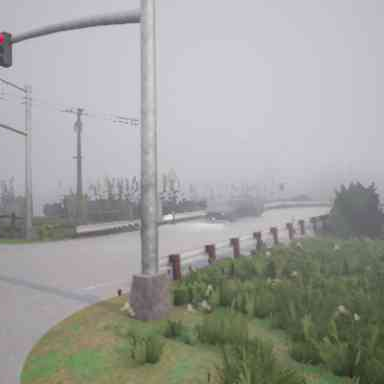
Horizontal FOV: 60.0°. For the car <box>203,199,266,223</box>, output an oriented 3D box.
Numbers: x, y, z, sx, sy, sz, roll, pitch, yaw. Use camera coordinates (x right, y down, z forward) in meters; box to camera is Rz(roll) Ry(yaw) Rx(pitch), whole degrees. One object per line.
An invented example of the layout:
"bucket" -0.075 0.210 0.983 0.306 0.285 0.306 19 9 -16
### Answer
"car" 3.067 1.190 22.869 2.033 1.411 5.357 -1 2 41
